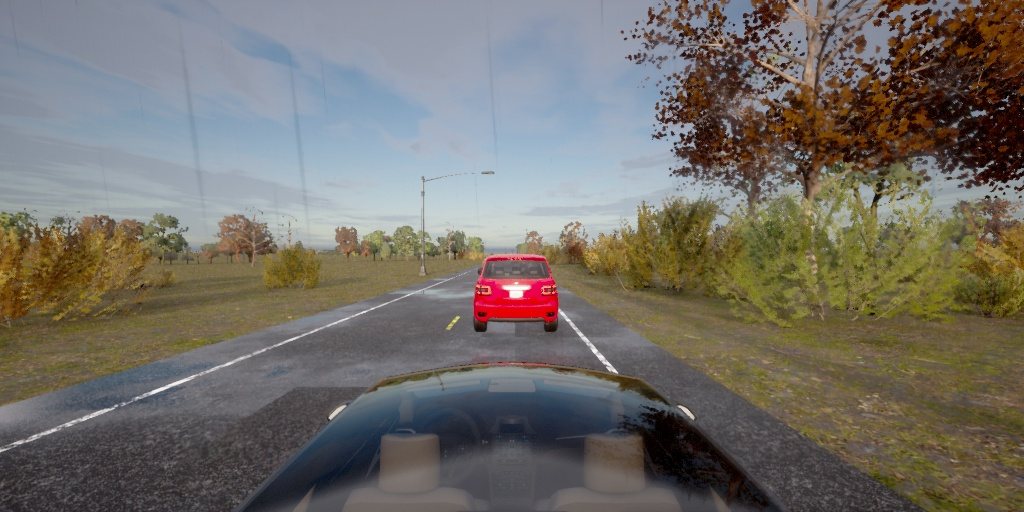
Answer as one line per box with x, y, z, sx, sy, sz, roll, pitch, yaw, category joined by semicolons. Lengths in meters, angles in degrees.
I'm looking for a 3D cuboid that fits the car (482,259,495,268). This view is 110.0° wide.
-3.902;1.213;59.552;1.882;1.535;5.008;0;0;0;car

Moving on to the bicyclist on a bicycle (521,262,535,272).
0.940;1.114;18.679;0.659;1.776;1.843;0;0;0;bicyclist on a bicycle

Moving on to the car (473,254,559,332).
0.090;0.968;10.973;2.150;2.045;5.566;0;0;0;car

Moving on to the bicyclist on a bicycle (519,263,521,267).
0.899;1.111;28.692;0.659;1.776;1.843;0;0;0;bicyclist on a bicycle
